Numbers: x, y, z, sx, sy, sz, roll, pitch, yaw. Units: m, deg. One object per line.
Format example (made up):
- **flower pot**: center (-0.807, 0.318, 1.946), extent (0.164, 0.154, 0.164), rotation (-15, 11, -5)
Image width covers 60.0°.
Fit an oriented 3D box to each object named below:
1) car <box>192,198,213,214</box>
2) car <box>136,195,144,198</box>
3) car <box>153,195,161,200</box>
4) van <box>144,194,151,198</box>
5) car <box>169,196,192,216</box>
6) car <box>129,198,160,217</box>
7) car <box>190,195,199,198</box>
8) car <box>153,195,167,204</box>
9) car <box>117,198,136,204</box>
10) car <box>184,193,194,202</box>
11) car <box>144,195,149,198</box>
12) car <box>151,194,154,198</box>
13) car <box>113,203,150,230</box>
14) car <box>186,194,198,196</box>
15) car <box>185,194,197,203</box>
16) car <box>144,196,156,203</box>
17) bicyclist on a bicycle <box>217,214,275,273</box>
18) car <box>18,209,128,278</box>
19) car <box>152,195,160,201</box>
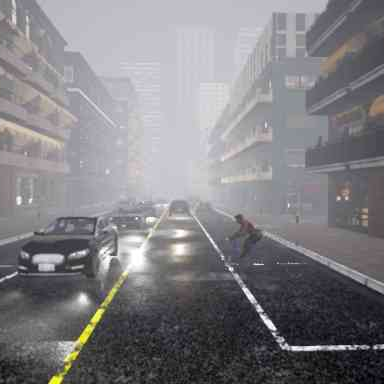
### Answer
- **car**: center (1.234, 1.570, 35.184), extent (1.802, 1.307, 4.206), rotation (-1, 0, -2)
- **car**: center (-7.347, 1.427, 40.453), extent (1.967, 1.590, 4.097), rotation (-1, 0, -2)
- **car**: center (-9.529, 1.557, 90.824), extent (1.802, 1.307, 4.206), rotation (-1, 0, -2)
- **van**: center (-7.827, 1.325, 51.647), extent (1.690, 1.788, 3.998), rotation (-1, 0, -2)
- **car**: center (-1.219, 1.467, 32.418), extent (1.882, 1.535, 5.008), rotation (0, 0, -2)
- **car**: center (-4.351, 1.554, 31.275), extent (1.994, 1.385, 4.181), rotation (0, 0, -2)
- **car**: center (0.748, 1.510, 46.548), extent (1.752, 1.417, 4.829), rotation (-1, 0, -2)
- **car**: center (-5.688, 1.581, 62.870), extent (1.895, 1.301, 4.718), rotation (0, 0, -2)
- **car**: center (-7.106, 1.570, 34.857), extent (1.802, 1.307, 4.206), rotation (-1, 0, -2)
- **car**: center (-0.681, 1.292, 79.960), extent (2.192, 1.841, 5.009), rotation (-1, 0, -2)
- **car**: center (-7.585, 1.536, 46.050), extent (2.008, 1.369, 4.403), rotation (-1, 0, -2)
- **car**: center (-8.328, 1.296, 62.840), extent (2.192, 1.841, 5.009), rotation (-1, 0, -2)
- **car**: center (-3.937, 1.594, 20.915), extent (1.895, 1.301, 4.718), rotation (0, 0, -2)
- **car**: center (0.275, 1.297, 57.572), extent (2.192, 1.841, 5.009), rotation (-1, 0, -2)
- **car**: center (-0.203, 1.294, 68.766), extent (2.192, 1.841, 5.009), rotation (-1, 0, -2)
- **car**: center (-8.581, 1.530, 68.437), extent (2.008, 1.369, 4.403), rotation (-1, 0, -2)
- **bicyclist on a bicycle**: center (1.491, 1.442, 9.272), extent (1.656, 1.620, 0.582), rotation (-1, 0, -2)
- **car**: center (-3.484, 1.488, 10.179), extent (2.128, 1.511, 4.902), rotation (0, 0, -2)
- **car**: center (-9.290, 1.558, 85.228), extent (1.802, 1.307, 4.206), rotation (-1, 0, -2)
